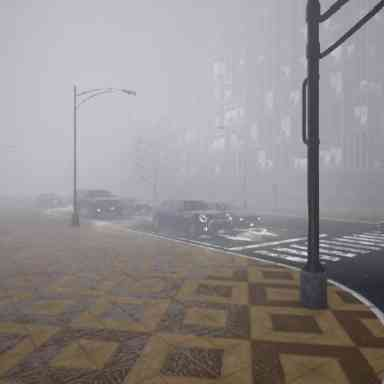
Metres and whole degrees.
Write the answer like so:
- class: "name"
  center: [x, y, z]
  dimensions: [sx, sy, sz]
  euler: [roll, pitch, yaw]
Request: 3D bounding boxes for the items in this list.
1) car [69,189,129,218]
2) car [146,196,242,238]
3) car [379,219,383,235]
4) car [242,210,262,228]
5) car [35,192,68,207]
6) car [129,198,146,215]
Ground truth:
- class: "car"
  center: [-7.333, 0.777, 25.735]
  dimensions: [2.150, 2.045, 5.566]
  euler: [0, 1, -38]
- class: "car"
  center: [-0.048, 1.124, 16.512]
  dimensions: [2.097, 1.767, 4.553]
  euler: [0, 1, -38]
- class: "car"
  center: [10.591, 1.422, 13.866]
  dimensions: [1.882, 1.535, 5.008]
  euler: [0, 1, -38]
- class: "car"
  center: [1.613, 1.289, 19.706]
  dimensions: [2.033, 1.411, 5.357]
  euler: [0, 1, -36]
- class: "car"
  center: [-15.674, 0.800, 36.354]
  dimensions: [2.128, 1.511, 4.902]
  euler: [0, 1, -38]
- class: "car"
  center: [-5.249, 1.140, 28.343]
  dimensions: [1.895, 1.301, 4.718]
  euler: [0, 1, -38]
